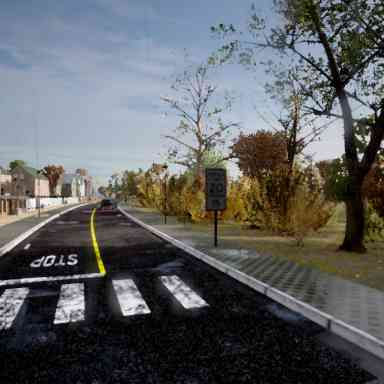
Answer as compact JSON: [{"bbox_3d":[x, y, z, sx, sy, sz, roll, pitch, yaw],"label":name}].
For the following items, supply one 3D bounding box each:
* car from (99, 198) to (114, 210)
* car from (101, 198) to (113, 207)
[{"bbox_3d":[-12.140,1.702,47.228,1.837,1.490,4.892,0,0,-14],"label":"car"},{"bbox_3d":[-14.506,1.788,56.935,1.812,1.442,4.674,0,0,-13],"label":"car"}]
